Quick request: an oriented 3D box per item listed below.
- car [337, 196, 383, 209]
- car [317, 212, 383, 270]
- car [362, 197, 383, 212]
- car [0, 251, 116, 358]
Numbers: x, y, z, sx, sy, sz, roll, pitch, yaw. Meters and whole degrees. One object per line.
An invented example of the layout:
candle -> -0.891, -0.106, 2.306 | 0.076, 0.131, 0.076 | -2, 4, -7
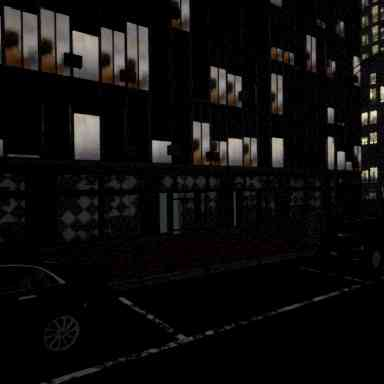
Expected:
car -> 20.525, 1.274, 40.839 | 1.752, 1.417, 4.829 | -1, 1, -35
car -> 5.942, 1.542, 10.979 | 4.507, 1.381, 1.887 | 0, -1, -36
car -> 18.027, 1.442, 34.332 | 1.994, 1.385, 4.181 | -1, 1, -35
car -> -3.230, 1.551, 4.398 | 4.403, 1.369, 2.008 | 0, -1, -36
